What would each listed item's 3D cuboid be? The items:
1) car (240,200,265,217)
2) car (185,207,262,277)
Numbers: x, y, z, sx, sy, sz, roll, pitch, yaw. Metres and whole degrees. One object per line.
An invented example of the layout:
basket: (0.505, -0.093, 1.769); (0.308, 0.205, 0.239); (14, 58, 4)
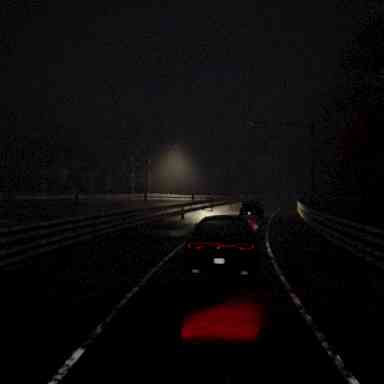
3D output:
car: (5.284, 1.457, 29.182); (1.837, 1.490, 4.892); (0, 0, 16)
car: (1.006, 1.451, 10.240); (1.882, 1.535, 5.008); (0, 0, 8)
